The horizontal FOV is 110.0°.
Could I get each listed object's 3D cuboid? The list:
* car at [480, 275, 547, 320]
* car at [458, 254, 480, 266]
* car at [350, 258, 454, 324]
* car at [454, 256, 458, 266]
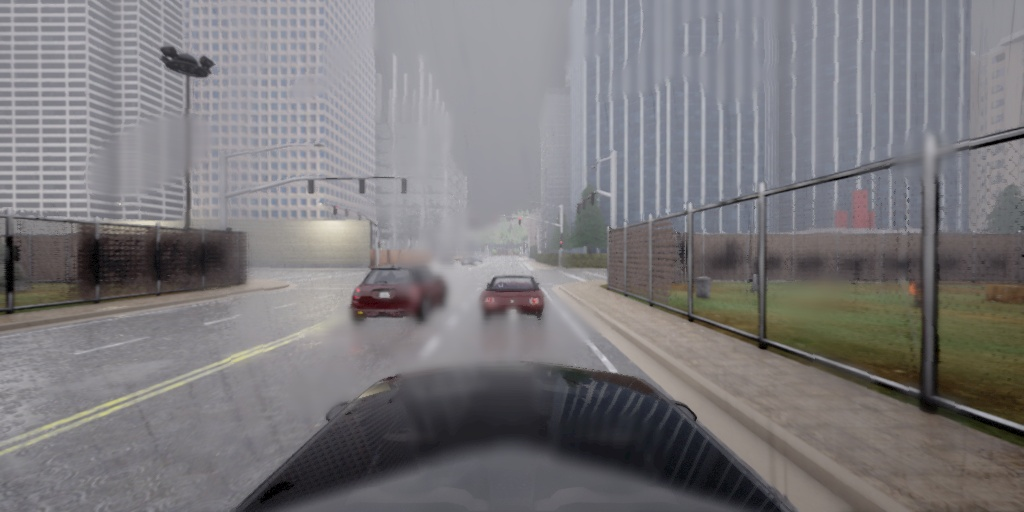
[{"bbox_3d":[0.058,1.286,12.223,1.895,1.301,4.718,0,0,0],"label":"car"},{"bbox_3d":[-7.056,0.889,58.860,2.128,1.511,4.902,0,0,1],"label":"car"},{"bbox_3d":[-3.444,1.043,11.896,2.097,1.767,4.553,0,1,0],"label":"car"},{"bbox_3d":[-10.555,0.962,58.664,1.994,1.385,4.181,0,0,1],"label":"car"}]
